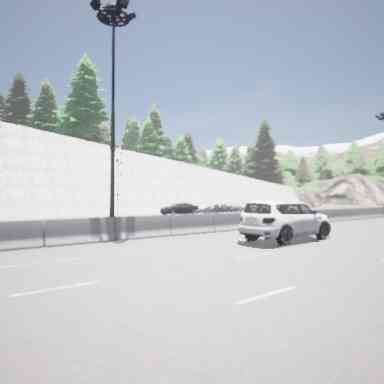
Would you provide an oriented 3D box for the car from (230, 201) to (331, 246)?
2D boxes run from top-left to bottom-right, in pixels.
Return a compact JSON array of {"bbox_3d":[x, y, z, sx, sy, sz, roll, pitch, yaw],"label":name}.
[{"bbox_3d":[4.755,1.455,16.735,5.566,2.045,2.150,1,-1,-39],"label":"car"}]

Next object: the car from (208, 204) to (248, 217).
[{"bbox_3d":[4.288,2.112,39.084,4.718,1.301,1.895,1,-1,-39],"label":"car"}]

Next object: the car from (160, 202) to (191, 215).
[{"bbox_3d":[-1.410,1.961,39.007,5.008,1.535,1.882,1,-1,-39],"label":"car"}]

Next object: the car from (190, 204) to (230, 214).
[{"bbox_3d":[2.302,1.990,33.009,4.181,1.385,1.994,1,-1,-39],"label":"car"}]

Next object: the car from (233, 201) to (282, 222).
[{"bbox_3d":[6.310,1.780,31.744,4.553,1.767,2.097,1,-1,-39],"label":"car"}]
